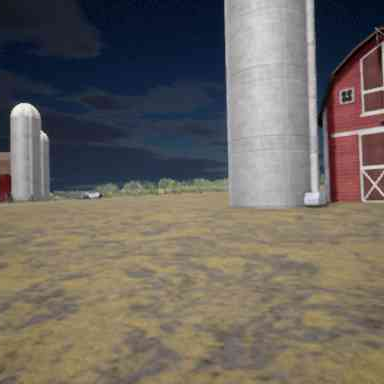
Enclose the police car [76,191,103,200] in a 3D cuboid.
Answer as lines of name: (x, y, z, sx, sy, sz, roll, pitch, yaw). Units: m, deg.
police car: (-18.839, 0.669, 61.036, 2.038, 1.542, 4.974, -2, 1, 36)
